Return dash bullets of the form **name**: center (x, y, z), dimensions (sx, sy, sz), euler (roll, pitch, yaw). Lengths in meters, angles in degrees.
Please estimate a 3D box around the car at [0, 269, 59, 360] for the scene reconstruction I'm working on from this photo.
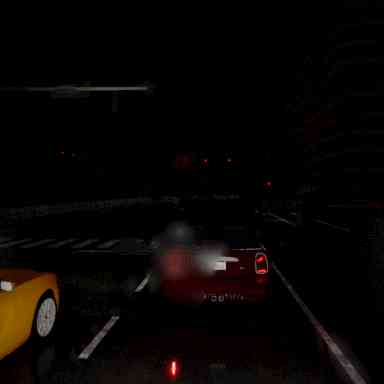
- **car**: center (-3.262, 1.478, 3.519), dimensions (1.882, 1.535, 5.008), euler (0, 0, 5)

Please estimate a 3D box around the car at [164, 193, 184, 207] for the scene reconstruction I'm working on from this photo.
- **car**: center (-2.962, 1.218, 51.945), dimensions (2.150, 2.045, 5.566), euler (0, 1, 5)

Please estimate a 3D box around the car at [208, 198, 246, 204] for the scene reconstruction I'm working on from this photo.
- **car**: center (4.024, 1.566, 28.783), dimensions (4.674, 1.442, 1.812), euler (0, 1, 36)

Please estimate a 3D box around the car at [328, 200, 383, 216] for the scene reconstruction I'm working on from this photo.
- **car**: center (16.342, 1.533, 33.425), dimensions (5.008, 1.535, 1.882), euler (0, 0, 5)

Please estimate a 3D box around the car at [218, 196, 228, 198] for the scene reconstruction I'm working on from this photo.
- **car**: center (6.848, 1.524, 73.040), dimensions (1.812, 1.442, 4.674), euler (0, 0, 20)

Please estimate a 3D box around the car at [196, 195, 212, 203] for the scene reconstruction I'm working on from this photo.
- **car**: center (2.947, 1.354, 71.948), dimensions (2.097, 1.767, 4.553), euler (0, 0, 17)

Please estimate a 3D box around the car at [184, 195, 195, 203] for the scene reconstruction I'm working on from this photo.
- **car**: center (-1.226, 1.350, 69.517), dimensions (2.097, 1.767, 4.553), euler (0, 0, 10)

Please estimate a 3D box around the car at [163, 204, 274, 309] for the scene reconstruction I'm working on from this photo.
- **car**: center (0.656, 1.352, 8.121), dimensions (2.097, 1.767, 4.553), euler (0, 0, 5)
